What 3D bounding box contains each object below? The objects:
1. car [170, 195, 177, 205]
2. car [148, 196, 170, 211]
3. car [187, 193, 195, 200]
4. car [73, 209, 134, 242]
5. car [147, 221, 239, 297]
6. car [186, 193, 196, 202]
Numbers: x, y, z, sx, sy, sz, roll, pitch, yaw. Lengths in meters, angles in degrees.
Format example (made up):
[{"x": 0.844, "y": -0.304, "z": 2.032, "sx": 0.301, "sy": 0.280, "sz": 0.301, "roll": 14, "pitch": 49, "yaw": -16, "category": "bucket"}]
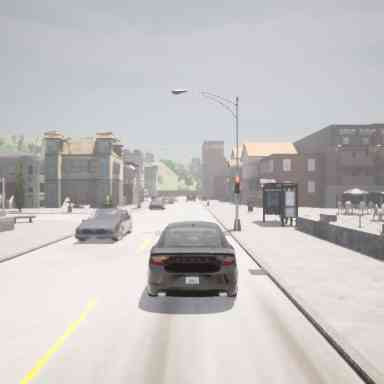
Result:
[{"x": -4.241, "y": 1.490, "z": 58.510, "sx": 2.128, "sy": 1.511, "sz": 4.902, "roll": 0, "pitch": 0, "yaw": 0, "category": "car"}, {"x": -4.229, "y": 1.547, "z": 41.464, "sx": 2.033, "sy": 1.411, "sz": 5.357, "roll": 0, "pitch": 0, "yaw": 0, "category": "car"}, {"x": -0.239, "y": 1.187, "z": 87.100, "sx": 2.097, "sy": 1.767, "sz": 4.553, "roll": 0, "pitch": 0, "yaw": 0, "category": "car"}, {"x": -4.142, "y": 1.547, "z": 16.619, "sx": 2.033, "sy": 1.411, "sz": 5.357, "roll": 0, "pitch": 0, "yaw": 0, "category": "car"}, {"x": 0.027, "y": 1.478, "z": 8.613, "sx": 1.882, "sy": 1.535, "sz": 5.008, "roll": 0, "pitch": 0, "yaw": 0, "category": "car"}, {"x": -0.210, "y": 1.217, "z": 76.739, "sx": 2.150, "sy": 2.045, "sz": 5.566, "roll": 0, "pitch": 0, "yaw": 0, "category": "car"}]
